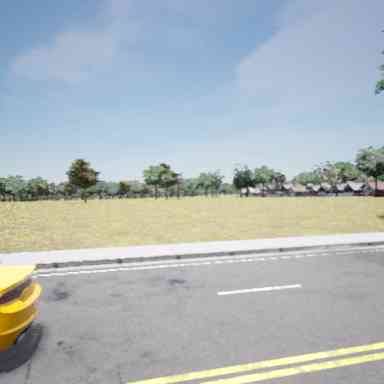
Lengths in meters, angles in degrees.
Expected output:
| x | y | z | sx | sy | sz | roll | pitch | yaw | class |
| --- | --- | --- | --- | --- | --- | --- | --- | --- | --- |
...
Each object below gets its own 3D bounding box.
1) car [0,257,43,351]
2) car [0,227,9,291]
| x | y | z | sx | sy | sz | roll | pitch | yaw | class |
| --- | --- | --- | --- | --- | --- | --- | --- | --- | --- |
| -4.802 | 1.611 | 4.545 | 5.008 | 1.535 | 1.882 | -1 | 0 | -15 | car |
| -7.003 | 1.700 | 7.329 | 4.892 | 1.490 | 1.837 | -1 | 0 | -15 | car |
